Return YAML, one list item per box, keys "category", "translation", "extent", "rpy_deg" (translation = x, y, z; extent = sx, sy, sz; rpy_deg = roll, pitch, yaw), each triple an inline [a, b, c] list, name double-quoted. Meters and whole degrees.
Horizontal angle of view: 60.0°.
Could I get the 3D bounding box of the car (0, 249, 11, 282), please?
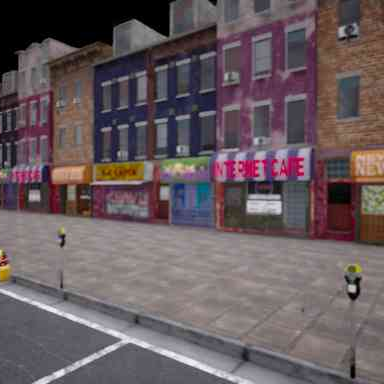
- category: "car"
  translation: [-6.286, 1.352, 7.769]
  extent: [5.366, 1.575, 1.801]
  rpy_deg: [1, 0, 35]
